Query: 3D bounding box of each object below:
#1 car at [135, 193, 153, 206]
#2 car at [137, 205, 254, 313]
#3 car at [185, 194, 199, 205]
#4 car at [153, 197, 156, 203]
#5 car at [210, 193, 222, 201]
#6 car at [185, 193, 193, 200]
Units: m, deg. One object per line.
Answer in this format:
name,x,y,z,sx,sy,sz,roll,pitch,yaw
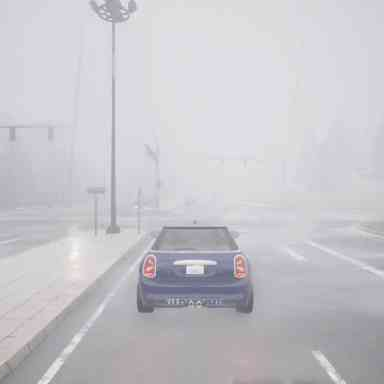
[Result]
car,-8.285,1.352,55.997,2.097,1.767,4.553,0,0,-1
car,0.069,1.352,7.821,2.097,1.767,4.553,0,0,0
car,-0.176,1.526,54.640,1.812,1.442,4.674,0,0,-1
car,-8.386,1.547,65.611,2.033,1.411,5.357,0,0,0
car,6.333,1.215,84.933,2.150,2.045,5.566,0,0,-1
car,-0.839,1.189,95.500,2.150,2.045,5.566,0,0,-1
